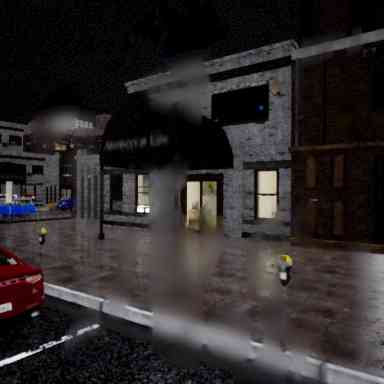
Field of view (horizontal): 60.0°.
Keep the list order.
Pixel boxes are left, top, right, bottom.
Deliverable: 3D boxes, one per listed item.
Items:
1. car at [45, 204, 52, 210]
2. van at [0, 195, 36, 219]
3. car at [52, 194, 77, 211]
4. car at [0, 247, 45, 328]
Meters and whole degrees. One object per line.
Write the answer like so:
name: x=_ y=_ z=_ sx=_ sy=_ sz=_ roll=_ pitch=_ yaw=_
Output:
car: x=-16.227 y=1.561 z=42.442 sx=1.752 sy=1.417 sz=4.829 roll=0 pitch=0 yaw=35
van: x=-15.623 y=1.407 z=28.713 sx=1.690 sy=1.788 sz=3.998 roll=0 pitch=0 yaw=35
car: x=-13.855 y=1.278 z=41.300 sx=2.150 sy=2.045 sz=5.566 roll=0 pitch=0 yaw=36
car: x=-4.531 y=1.543 z=6.099 sx=4.507 sy=1.381 sz=1.887 roll=0 pitch=0 yaw=35
